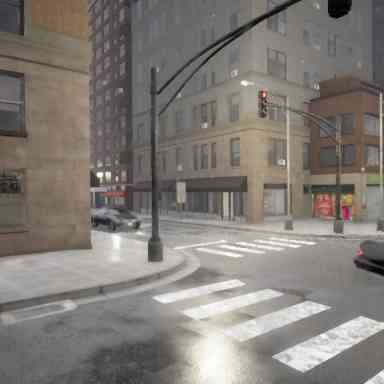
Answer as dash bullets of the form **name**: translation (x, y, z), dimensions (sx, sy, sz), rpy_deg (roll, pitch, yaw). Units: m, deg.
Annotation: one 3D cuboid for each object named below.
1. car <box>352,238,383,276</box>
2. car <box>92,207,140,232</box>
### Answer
- **car**: translation (6.368, 1.561, 7.025), dimensions (2.033, 1.411, 5.357), rpy_deg (-1, 0, -37)
- **car**: translation (-5.192, 1.724, 22.186), dimensions (1.812, 1.442, 4.674), rpy_deg (-1, 0, -37)
